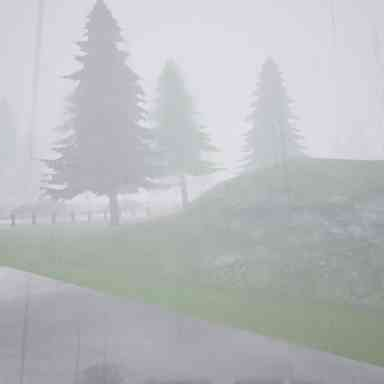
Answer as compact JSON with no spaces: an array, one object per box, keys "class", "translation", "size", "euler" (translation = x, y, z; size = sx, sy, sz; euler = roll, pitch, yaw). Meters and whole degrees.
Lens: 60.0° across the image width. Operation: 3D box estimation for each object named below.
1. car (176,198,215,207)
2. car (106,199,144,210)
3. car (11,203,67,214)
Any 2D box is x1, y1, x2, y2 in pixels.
[{"class":"car","translation":[0.541,1.462,43.613],"size":[5.357,1.411,2.033],"euler":[0,0,-35]},{"class":"car","translation":[-7.517,1.466,37.335],"size":[4.181,1.385,1.994],"euler":[0,0,-40]},{"class":"car","translation":[-14.150,1.386,31.004],"size":[2.128,1.511,4.902],"euler":[0,0,44]}]
